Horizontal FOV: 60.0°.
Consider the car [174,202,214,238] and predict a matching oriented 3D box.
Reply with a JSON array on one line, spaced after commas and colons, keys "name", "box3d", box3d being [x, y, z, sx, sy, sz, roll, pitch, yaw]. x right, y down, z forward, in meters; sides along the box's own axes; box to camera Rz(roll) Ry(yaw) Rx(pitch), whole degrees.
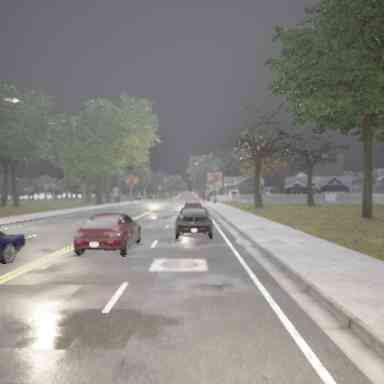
[{"name": "car", "box3d": [0.101, 1.504, 17.633, 1.837, 1.490, 4.892, 0, 0, 0]}]

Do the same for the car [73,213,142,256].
[{"name": "car", "box3d": [-3.149, 1.524, 13.007, 1.812, 1.442, 4.674, 0, 0, 0]}]

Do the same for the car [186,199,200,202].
[{"name": "car", "box3d": [0.102, 1.494, 36.010, 1.882, 1.535, 5.008, 0, 0, 0]}]

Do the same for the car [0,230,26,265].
[{"name": "car", "box3d": [-6.539, 1.599, 8.970, 1.895, 1.301, 4.718, 0, 0, 0]}]
